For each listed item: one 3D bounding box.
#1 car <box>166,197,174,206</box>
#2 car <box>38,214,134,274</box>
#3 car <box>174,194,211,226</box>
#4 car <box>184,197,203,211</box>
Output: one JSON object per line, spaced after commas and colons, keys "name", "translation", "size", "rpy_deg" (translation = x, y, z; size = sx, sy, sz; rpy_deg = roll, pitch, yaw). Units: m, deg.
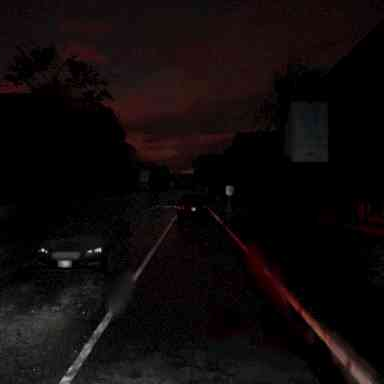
{"name": "car", "translation": [-3.014, 1.469, 52.146], "size": [2.033, 1.411, 5.357], "rpy_deg": [0, 0, 0]}
{"name": "car", "translation": [-3.081, 1.475, 10.520], "size": [2.128, 1.511, 4.902], "rpy_deg": [0, 0, 0]}
{"name": "car", "translation": [0.138, 1.183, 23.296], "size": [2.150, 2.045, 5.566], "rpy_deg": [0, 0, 1]}
{"name": "car", "translation": [0.176, 1.430, 41.013], "size": [2.128, 1.511, 4.902], "rpy_deg": [0, 0, 0]}
